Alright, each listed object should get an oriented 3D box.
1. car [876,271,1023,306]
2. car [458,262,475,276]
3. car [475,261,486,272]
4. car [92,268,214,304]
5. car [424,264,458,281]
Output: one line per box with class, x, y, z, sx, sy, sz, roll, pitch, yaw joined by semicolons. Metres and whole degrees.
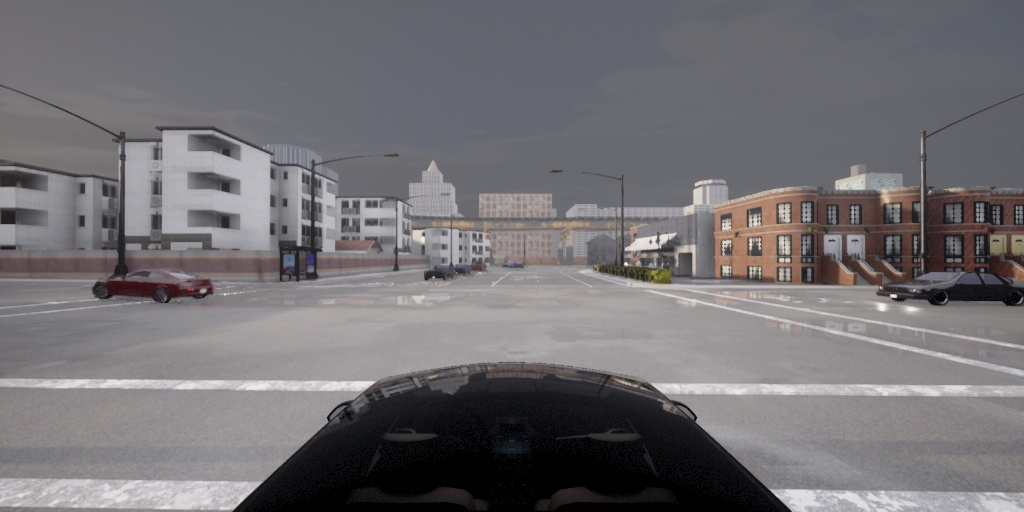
car;19.228;1.353;15.508;5.357;1.411;2.033;0;0;1
car;-6.020;1.583;42.058;1.895;1.301;4.718;0;0;4
car;-5.103;1.543;53.234;1.882;1.535;5.008;0;-1;8
car;-16.039;1.260;16.186;4.674;1.442;1.812;3;0;5
car;-6.535;1.513;32.620;1.895;1.301;4.718;0;0;3
